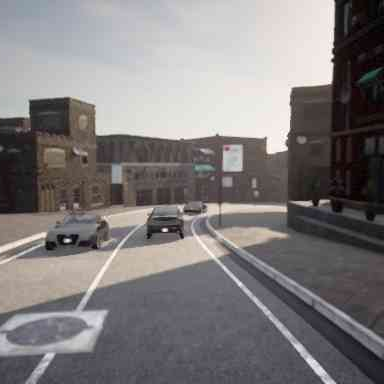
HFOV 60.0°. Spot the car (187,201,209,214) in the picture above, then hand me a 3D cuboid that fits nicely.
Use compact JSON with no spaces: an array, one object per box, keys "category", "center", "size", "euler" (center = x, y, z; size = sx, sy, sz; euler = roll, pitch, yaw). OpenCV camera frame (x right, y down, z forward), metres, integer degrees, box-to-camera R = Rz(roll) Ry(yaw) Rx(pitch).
[{"category":"car","center":[0.502,1.656,36.198],"size":[1.994,1.385,4.181],"euler":[1,0,15]}]

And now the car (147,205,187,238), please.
[{"category":"car","center":[-1.378,1.524,17.862],"size":[1.837,1.490,4.892],"euler":[-1,0,-3]}]

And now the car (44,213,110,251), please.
[{"category":"car","center":[-4.790,1.620,14.398],"size":[1.994,1.385,4.181],"euler":[-1,0,-5]}]
